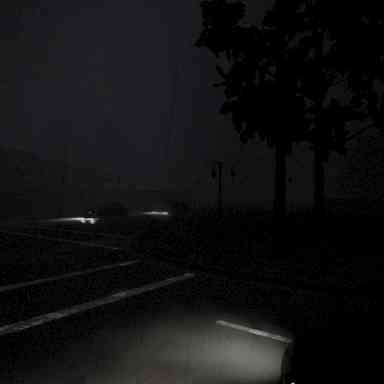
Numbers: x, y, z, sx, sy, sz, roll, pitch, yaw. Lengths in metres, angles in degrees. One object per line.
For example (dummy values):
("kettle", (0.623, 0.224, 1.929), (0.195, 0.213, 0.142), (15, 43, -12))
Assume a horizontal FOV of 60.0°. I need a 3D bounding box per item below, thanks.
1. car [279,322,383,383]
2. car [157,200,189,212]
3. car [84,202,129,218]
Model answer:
("car", (2.849, 1.525, 1.942), (4.674, 1.442, 1.812), (0, 0, 36))
("car", (-2.115, 1.570, 38.551), (1.994, 1.385, 4.181), (0, 0, 34))
("car", (-7.703, 1.570, 30.265), (1.994, 1.385, 4.181), (0, 0, 34))
